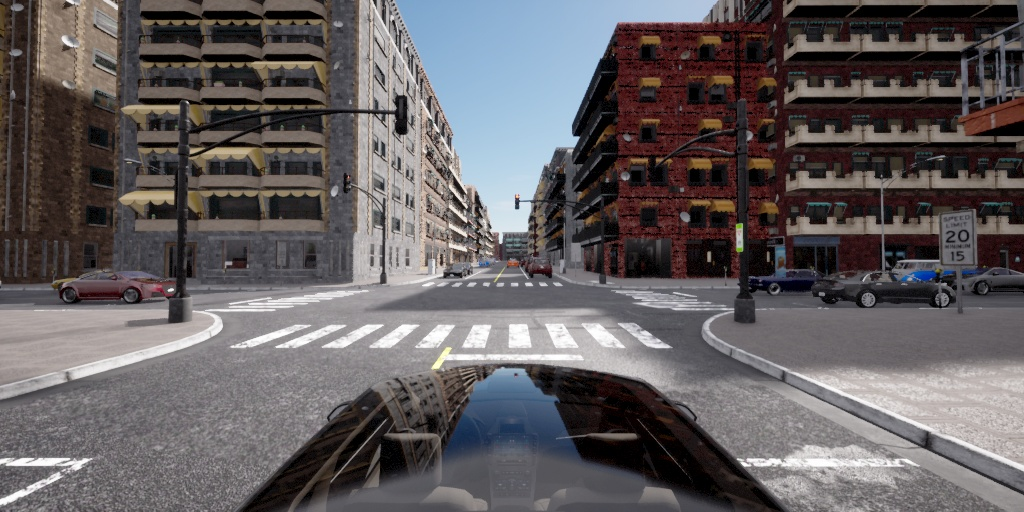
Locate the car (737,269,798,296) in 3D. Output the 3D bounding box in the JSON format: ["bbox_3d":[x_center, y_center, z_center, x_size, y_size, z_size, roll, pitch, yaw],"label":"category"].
[{"bbox_3d":[14.576,1.347,18.804,4.718,1.301,1.895,0,-1,-2],"label":"car"}]

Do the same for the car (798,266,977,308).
[{"bbox_3d":[13.762,1.185,13.380,4.403,1.370,2.007,0,0,0],"label":"car"}]

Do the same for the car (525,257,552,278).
[{"bbox_3d":[2.612,1.076,33.689,2.192,1.841,5.009,0,0,0],"label":"car"}]

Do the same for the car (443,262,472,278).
[{"bbox_3d":[-5.269,1.328,33.655,1.948,1.339,4.313,0,0,0],"label":"car"}]

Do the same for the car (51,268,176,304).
[{"bbox_3d":[-17.187,1.339,15.978,4.181,1.385,1.994,0,-1,0],"label":"car"}]

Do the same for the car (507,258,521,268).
[{"bbox_3d":[0.186,1.176,63.723,2.097,1.767,4.553,0,0,0],"label":"car"}]

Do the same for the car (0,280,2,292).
[{"bbox_3d":[-26.676,1.027,16.022,5.566,2.045,2.150,0,-1,0],"label":"car"}]

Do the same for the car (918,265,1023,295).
[{"bbox_3d":[24.582,1.287,18.768,4.181,1.385,1.994,0,-1,0],"label":"car"}]

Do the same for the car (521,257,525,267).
[{"bbox_3d":[2.628,1.086,44.812,2.192,1.841,5.009,0,0,0],"label":"car"}]

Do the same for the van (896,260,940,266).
[{"bbox_3d":[24.931,1.115,21.216,3.998,1.789,1.690,0,0,0],"label":"van"}]
